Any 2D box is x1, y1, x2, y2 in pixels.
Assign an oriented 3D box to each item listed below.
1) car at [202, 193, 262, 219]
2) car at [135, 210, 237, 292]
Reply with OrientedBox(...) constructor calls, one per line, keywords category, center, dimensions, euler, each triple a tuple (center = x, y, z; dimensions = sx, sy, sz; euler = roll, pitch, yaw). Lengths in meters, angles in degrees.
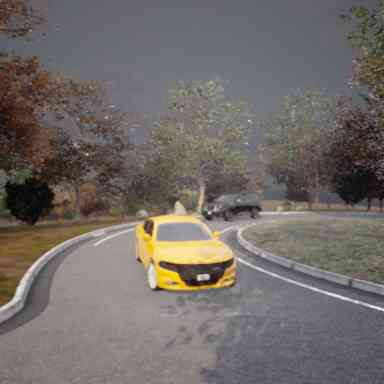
OrientedBox(category="car", center=(3.182, 1.095, 25.593), dimensions=(2.150, 2.045, 5.566), euler=(1, 1, 45))
OrientedBox(category="car", center=(-0.428, 1.421, 9.189), dimensions=(1.882, 1.535, 5.008), euler=(0, 1, -16))
